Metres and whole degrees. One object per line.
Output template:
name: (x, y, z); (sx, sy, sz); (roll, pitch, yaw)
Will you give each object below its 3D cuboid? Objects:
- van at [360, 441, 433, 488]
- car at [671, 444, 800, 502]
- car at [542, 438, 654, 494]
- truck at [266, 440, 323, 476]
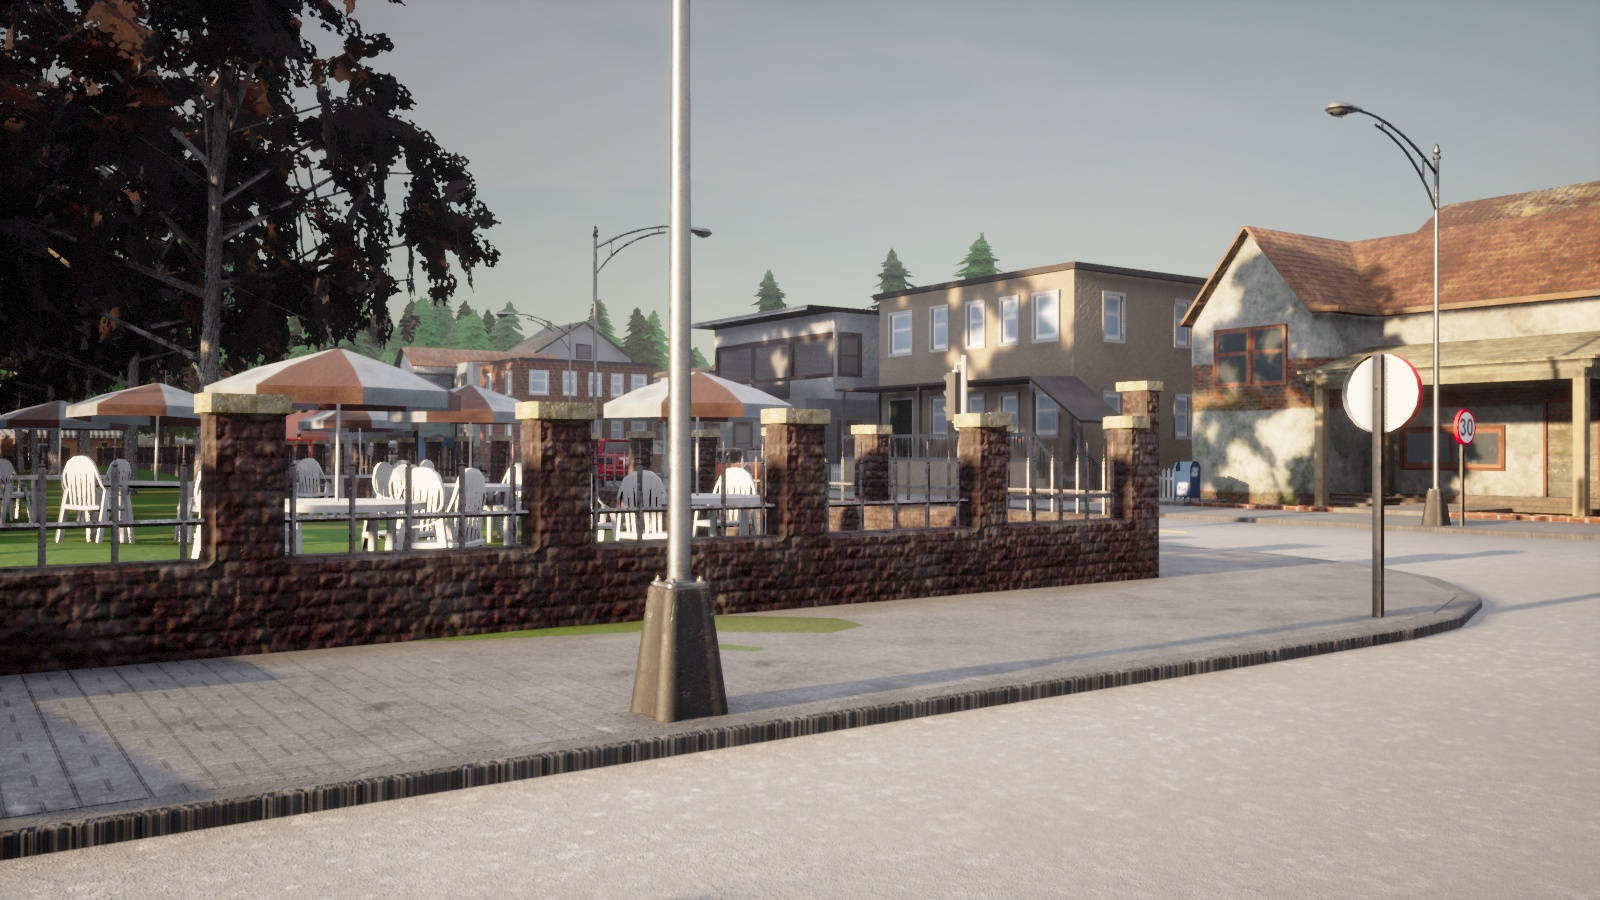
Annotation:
van: (-18.373, 0.647, 57.047); (2.069, 2.038, 4.480); (0, 0, -33)
car: (-2.155, 0.708, 40.806); (2.097, 1.767, 4.553); (0, 0, -35)
car: (-7.976, 0.601, 49.126); (2.150, 2.045, 5.566); (0, 0, -35)
truck: (-35.831, 0.561, 88.937); (2.627, 2.467, 5.204); (0, 0, -35)
